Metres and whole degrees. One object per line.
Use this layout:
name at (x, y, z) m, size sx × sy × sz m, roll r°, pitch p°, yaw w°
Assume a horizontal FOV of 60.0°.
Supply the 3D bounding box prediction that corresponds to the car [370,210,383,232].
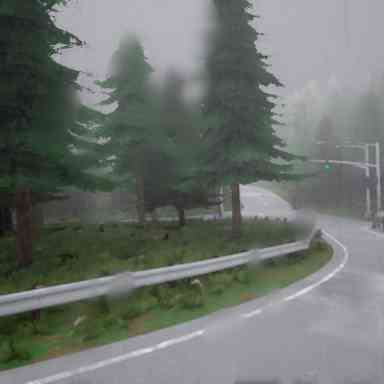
car at (14.790, 2.083, 24.870) m, size 1.837 × 1.490 × 4.892 m, roll -2°, pitch -2°, yaw 14°

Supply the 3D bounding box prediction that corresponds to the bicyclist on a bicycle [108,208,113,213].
bicyclist on a bicycle at (-10.782, 2.931, 44.027) m, size 0.582 × 1.620 × 1.656 m, roll -4°, pitch -2°, yaw -8°
